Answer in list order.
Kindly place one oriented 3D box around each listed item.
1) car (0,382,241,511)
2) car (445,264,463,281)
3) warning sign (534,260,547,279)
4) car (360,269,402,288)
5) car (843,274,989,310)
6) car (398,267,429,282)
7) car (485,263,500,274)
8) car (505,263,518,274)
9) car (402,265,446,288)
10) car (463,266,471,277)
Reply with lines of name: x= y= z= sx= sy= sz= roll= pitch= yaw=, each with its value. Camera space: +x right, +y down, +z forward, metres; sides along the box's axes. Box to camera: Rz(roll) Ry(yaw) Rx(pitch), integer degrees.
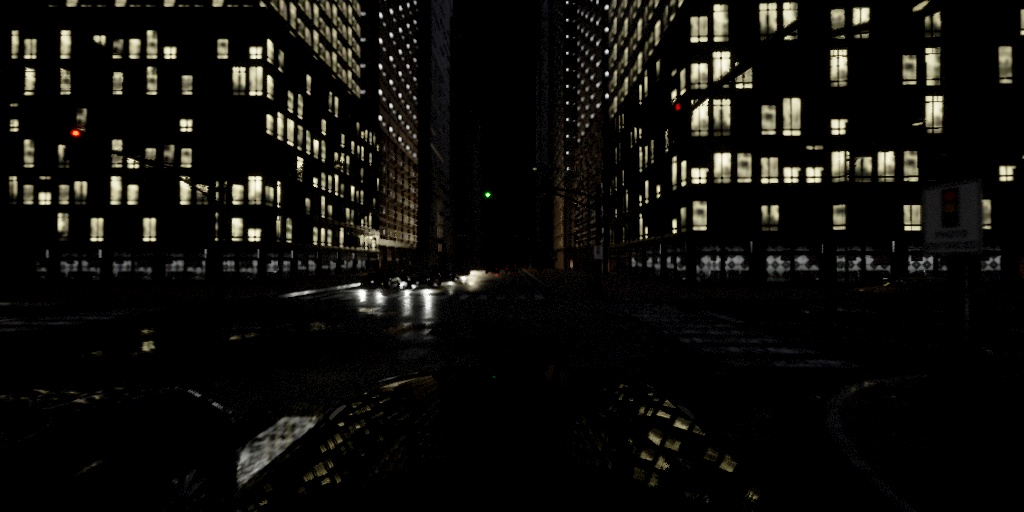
car: x=-3.150 y=1.091 z=0.892 sx=2.097 sy=1.767 sz=4.553 roll=0 pitch=-1 yaw=0
car: x=-6.626 y=1.747 z=37.323 sx=1.882 sy=1.535 sz=5.008 roll=0 pitch=-1 yaw=0
warning sign: x=2.824 y=1.353 z=35.269 sx=1.300 sy=1.860 sz=1.060 roll=0 pitch=0 yaw=0
car: x=-9.870 y=1.681 z=27.311 sx=1.994 sy=1.385 sz=4.181 roll=0 pitch=-1 yaw=0
car: x=17.077 y=1.473 z=15.293 sx=4.829 sy=1.417 sz=1.751 roll=0 pitch=0 yaw=2
car: x=-9.869 y=1.817 z=36.219 sx=1.994 sy=1.385 sz=4.181 roll=0 pitch=-1 yaw=0
car: x=-3.188 y=1.959 z=58.125 sx=2.097 sy=1.767 sz=4.553 roll=0 pitch=-1 yaw=-1
car: x=-0.043 y=2.174 z=58.285 sx=1.994 sy=1.385 sz=4.181 roll=0 pitch=-1 yaw=0
car: x=-6.619 y=1.645 z=27.449 sx=1.812 sy=1.442 sz=4.674 roll=0 pitch=-1 yaw=0
car: x=-6.622 y=1.992 z=47.299 sx=1.994 sy=1.385 sz=4.181 roll=0 pitch=-1 yaw=1
